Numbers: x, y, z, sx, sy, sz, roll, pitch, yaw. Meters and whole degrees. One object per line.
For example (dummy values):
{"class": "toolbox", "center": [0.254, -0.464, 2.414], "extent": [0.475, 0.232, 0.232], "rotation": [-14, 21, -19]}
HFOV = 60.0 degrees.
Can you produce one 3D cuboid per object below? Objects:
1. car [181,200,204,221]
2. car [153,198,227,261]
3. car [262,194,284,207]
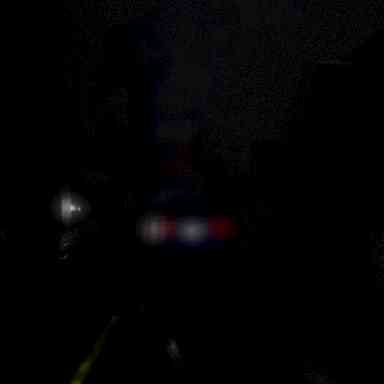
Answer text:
{"class": "car", "center": [0.063, 1.483, 28.520], "extent": [1.837, 1.490, 4.892], "rotation": [0, 1, 1]}
{"class": "car", "center": [0.039, 1.239, 12.403], "extent": [2.150, 2.045, 5.566], "rotation": [0, 0, 1]}
{"class": "car", "center": [12.748, 1.225, 48.059], "extent": [5.009, 1.841, 2.192], "rotation": [1, 0, 0]}
